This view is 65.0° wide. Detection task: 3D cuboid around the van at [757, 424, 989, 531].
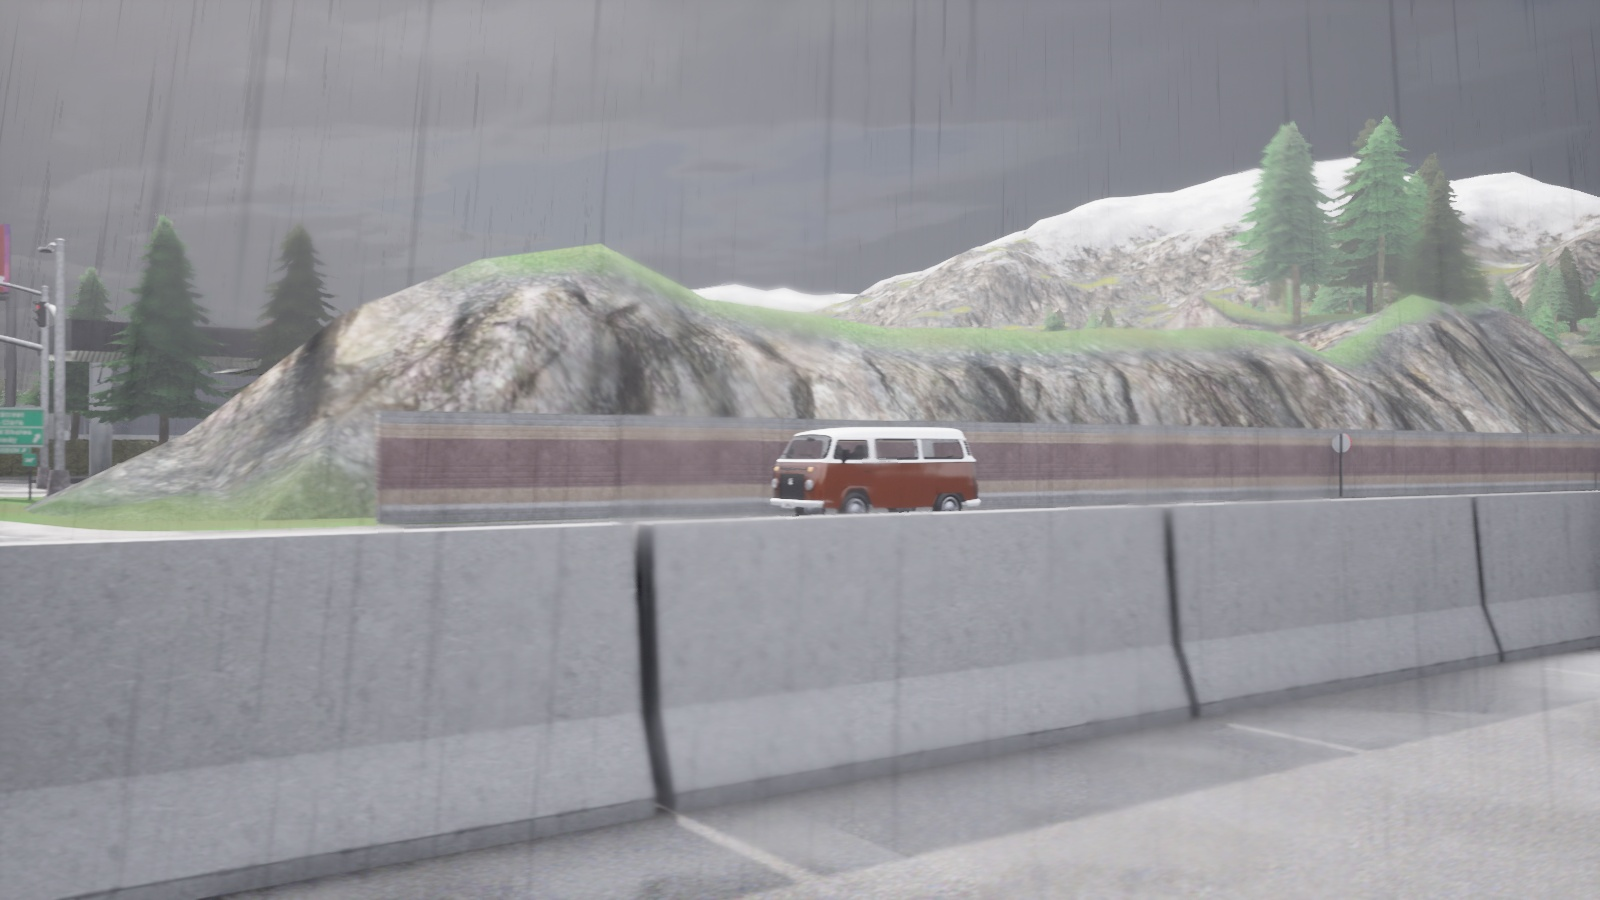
[{"bbox_3d":[1.548,0.529,26.057,4.480,2.038,2.069,0,0,-35],"label":"van"}]
